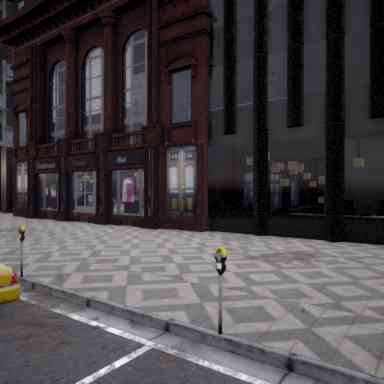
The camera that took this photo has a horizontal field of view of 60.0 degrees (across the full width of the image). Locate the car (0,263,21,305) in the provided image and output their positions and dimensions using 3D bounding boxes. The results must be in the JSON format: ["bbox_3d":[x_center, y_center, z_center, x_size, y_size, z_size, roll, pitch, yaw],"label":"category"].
[{"bbox_3d":[-5.372,1.525,6.788,4.829,1.417,1.752,0,0,35],"label":"car"}]
